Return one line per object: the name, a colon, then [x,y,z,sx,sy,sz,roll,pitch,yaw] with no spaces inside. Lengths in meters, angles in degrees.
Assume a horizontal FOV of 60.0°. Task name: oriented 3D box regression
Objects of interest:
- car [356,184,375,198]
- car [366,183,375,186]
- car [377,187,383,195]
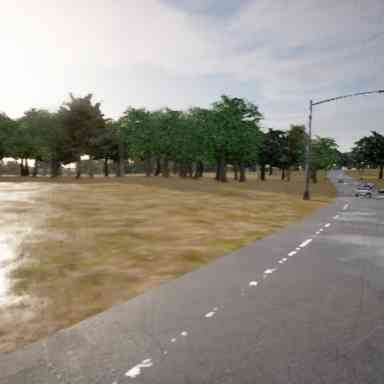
car: [24.089,0.019,46.696,1.895,1.301,4.718,3,3,26]
car: [40.567,-1.314,76.032,1.882,1.535,5.008,3,4,21]
car: [31.869,-0.195,54.928,1.895,1.301,4.718,3,3,24]
